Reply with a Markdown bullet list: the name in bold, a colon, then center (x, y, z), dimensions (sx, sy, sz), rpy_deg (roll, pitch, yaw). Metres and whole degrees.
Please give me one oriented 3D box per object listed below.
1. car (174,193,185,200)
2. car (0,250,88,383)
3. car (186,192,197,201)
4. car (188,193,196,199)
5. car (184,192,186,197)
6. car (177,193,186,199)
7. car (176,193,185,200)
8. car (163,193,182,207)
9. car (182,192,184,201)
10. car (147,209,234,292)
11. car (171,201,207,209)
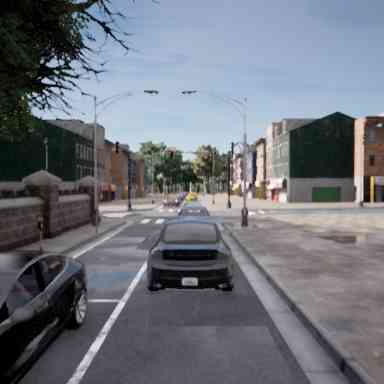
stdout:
- **car**: center (-2.599, 0.994, 69.592), dimensions (2.008, 1.369, 4.403), rpy_deg (-1, 0, 0)
- **car**: center (-2.642, 1.525, 4.101), dimensions (1.947, 1.339, 4.313), rpy_deg (-1, 1, 0)
- **car**: center (0.145, 0.935, 67.529), dimensions (1.882, 1.535, 5.008), rpy_deg (0, 0, 0)
- **car**: center (0.057, 0.892, 83.003), dimensions (2.033, 1.411, 5.357), rpy_deg (0, 0, 0)
- **car**: center (-2.603, 1.025, 64.158), dimensions (1.887, 1.381, 4.507), rpy_deg (-1, 0, 0)
- **car**: center (-2.592, 0.935, 80.462), dimensions (1.947, 1.339, 4.313), rpy_deg (-1, 0, 0)
- **car**: center (-2.595, 0.950, 75.027), dimensions (1.887, 1.381, 4.507), rpy_deg (-1, 0, 0)
- **car**: center (-2.618, 1.078, 42.419), dimensions (1.967, 1.590, 4.097), rpy_deg (-1, 0, 0)
- **car**: center (-2.615, 1.037, 47.853), dimensions (1.967, 1.590, 4.097), rpy_deg (-1, 0, 0)
- **car**: center (-0.019, 1.422, 8.691), dimensions (1.837, 1.490, 4.892), rpy_deg (0, 1, 0)
- **car**: center (0.111, 1.393, 16.836), dimensions (2.033, 1.411, 5.357), rpy_deg (0, 0, 0)
